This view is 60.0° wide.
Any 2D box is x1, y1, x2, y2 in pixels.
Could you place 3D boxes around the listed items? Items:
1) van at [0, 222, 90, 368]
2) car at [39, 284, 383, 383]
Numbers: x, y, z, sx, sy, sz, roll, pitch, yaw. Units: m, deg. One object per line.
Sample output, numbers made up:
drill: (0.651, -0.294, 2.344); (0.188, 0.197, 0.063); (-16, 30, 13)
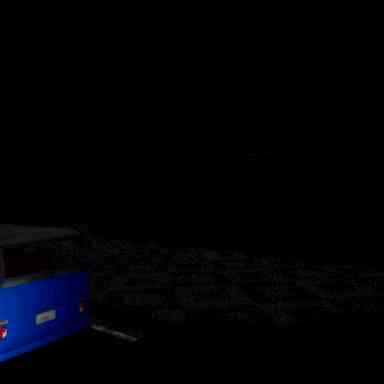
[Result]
van: (-3.395, 1.395, 5.385); (3.998, 1.788, 1.690); (-1, 0, 35)
car: (1.181, 1.546, 2.122); (4.507, 1.381, 1.887); (-1, 0, 35)
